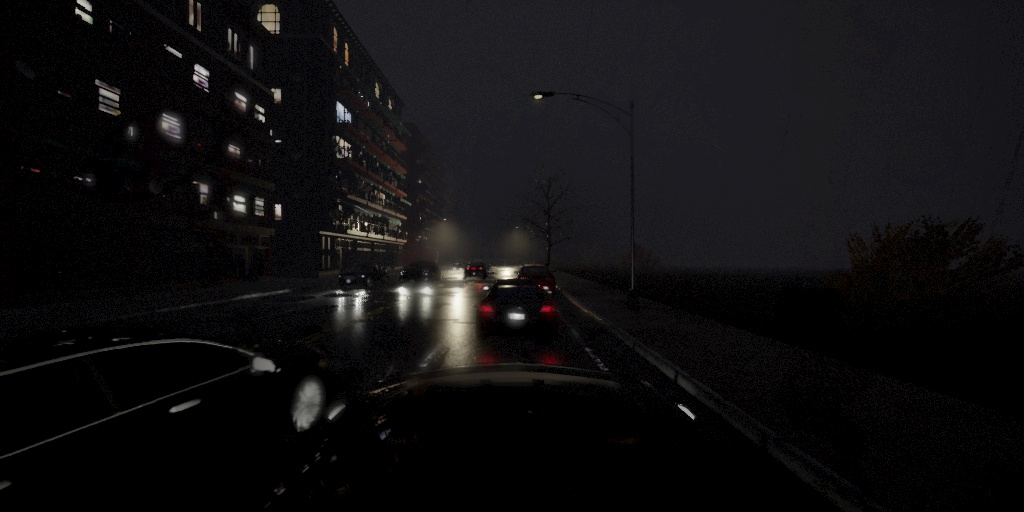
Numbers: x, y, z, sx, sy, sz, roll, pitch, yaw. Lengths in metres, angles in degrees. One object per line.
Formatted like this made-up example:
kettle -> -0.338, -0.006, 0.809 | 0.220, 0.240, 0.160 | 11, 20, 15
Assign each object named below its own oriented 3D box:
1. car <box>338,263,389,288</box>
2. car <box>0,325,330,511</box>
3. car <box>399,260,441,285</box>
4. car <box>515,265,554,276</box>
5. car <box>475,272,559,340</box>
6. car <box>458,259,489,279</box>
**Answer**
car -> -9.820, 1.244, 23.997 | 2.128, 1.511, 4.902 | 0, 0, 0
car -> -3.151, 1.254, 2.470 | 1.837, 1.490, 4.892 | 0, 0, 0
car -> -6.567, 1.104, 26.017 | 2.097, 1.767, 4.553 | 0, 0, 0
car -> 1.161, 1.230, 18.876 | 1.882, 1.535, 5.008 | 0, 0, 0
car -> 0.113, 1.315, 9.957 | 1.994, 1.385, 4.181 | 0, 0, 0
car -> -3.107, 1.242, 31.724 | 2.128, 1.511, 4.902 | 0, 0, 0
